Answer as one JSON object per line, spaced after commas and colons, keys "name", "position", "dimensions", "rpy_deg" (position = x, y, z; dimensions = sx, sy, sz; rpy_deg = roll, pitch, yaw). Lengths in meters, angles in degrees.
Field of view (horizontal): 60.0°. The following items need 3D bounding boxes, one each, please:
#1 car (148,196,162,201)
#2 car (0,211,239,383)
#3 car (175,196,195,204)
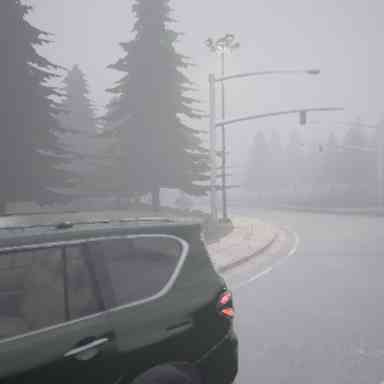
{"name": "car", "position": [-7.210, 1.387, 65.023], "dimensions": [2.128, 1.511, 4.902], "rpy_deg": [-1, 0, -21]}
{"name": "car", "position": [-2.115, 1.245, 2.324], "dimensions": [5.566, 2.045, 2.150], "rpy_deg": [-1, 1, -38]}
{"name": "car", "position": [-1.163, 1.372, 49.303], "dimensions": [1.837, 1.490, 4.892], "rpy_deg": [-1, 0, -20]}
